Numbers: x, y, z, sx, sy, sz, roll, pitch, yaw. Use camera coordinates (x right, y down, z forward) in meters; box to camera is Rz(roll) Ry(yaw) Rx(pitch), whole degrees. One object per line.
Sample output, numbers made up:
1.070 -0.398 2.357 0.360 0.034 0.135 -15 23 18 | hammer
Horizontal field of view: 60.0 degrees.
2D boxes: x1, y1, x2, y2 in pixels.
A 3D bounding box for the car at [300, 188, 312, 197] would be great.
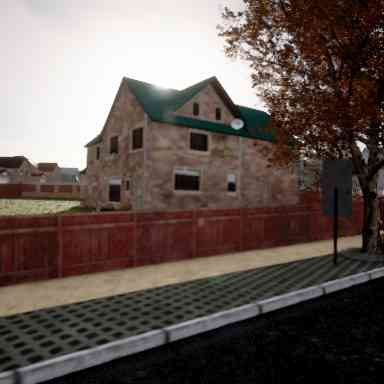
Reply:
17.058 0.205 51.497 1.837 1.490 4.892 1 2 -3 | car
